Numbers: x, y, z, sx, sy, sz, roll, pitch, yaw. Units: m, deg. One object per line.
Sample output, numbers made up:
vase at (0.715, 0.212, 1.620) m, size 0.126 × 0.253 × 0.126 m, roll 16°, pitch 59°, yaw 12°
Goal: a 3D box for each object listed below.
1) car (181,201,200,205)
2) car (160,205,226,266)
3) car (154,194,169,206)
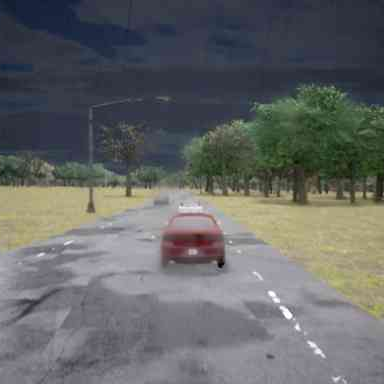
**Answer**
car at (-0.123, 1.402, 27.950) m, size 1.895 × 1.301 × 4.718 m, roll 0°, pitch 1°, yaw 0°
car at (0.030, 1.428, 11.334) m, size 1.882 × 1.535 × 5.008 m, roll 0°, pitch 1°, yaw 0°
car at (-4.090, 1.068, 45.232) m, size 1.882 × 1.535 × 5.008 m, roll 0°, pitch 1°, yaw -1°
